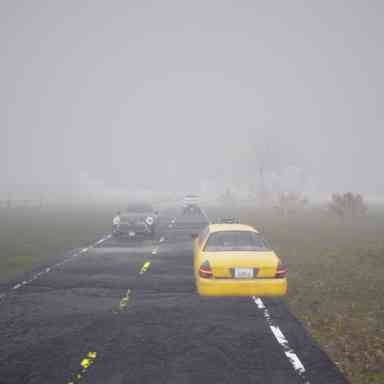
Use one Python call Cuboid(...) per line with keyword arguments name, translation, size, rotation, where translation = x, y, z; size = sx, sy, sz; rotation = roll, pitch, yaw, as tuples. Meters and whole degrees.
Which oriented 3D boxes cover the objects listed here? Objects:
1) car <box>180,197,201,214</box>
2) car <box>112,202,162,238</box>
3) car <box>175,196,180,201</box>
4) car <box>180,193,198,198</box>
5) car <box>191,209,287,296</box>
Cuboid(name="car", translation=(-0.009, 1.518, 34.900), size=(1.812, 1.442, 4.674), rotation=(0, 0, 0))
Cuboid(name="car", translation=(-2.793, 1.348, 17.646), size=(2.097, 1.767, 4.553), rotation=(0, 0, 0))
Cuboid(name="car", translation=(-2.947, 1.599, 79.192), size=(1.895, 1.301, 4.718), rotation=(0, 0, 0))
Cuboid(name="car", translation=(-0.086, 1.212, 45.226), size=(2.150, 2.045, 5.566), rotation=(0, 0, 0))
Cuboid(name="car", translation=(0.943, 1.454, 8.634), size=(1.801, 1.575, 5.366), rotation=(0, 0, 0))
